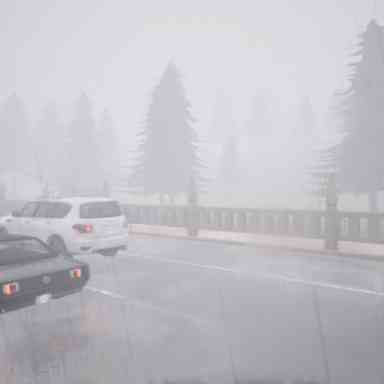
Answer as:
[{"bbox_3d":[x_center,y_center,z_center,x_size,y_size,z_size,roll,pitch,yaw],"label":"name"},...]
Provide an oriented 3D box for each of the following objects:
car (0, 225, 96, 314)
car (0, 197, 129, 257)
[{"bbox_3d":[-4.403,1.581,7.134,4.718,1.301,1.895,0,0,36],"label":"car"},{"bbox_3d":[-4.659,1.196,11.619,5.566,2.045,2.150,1,0,36],"label":"car"}]
